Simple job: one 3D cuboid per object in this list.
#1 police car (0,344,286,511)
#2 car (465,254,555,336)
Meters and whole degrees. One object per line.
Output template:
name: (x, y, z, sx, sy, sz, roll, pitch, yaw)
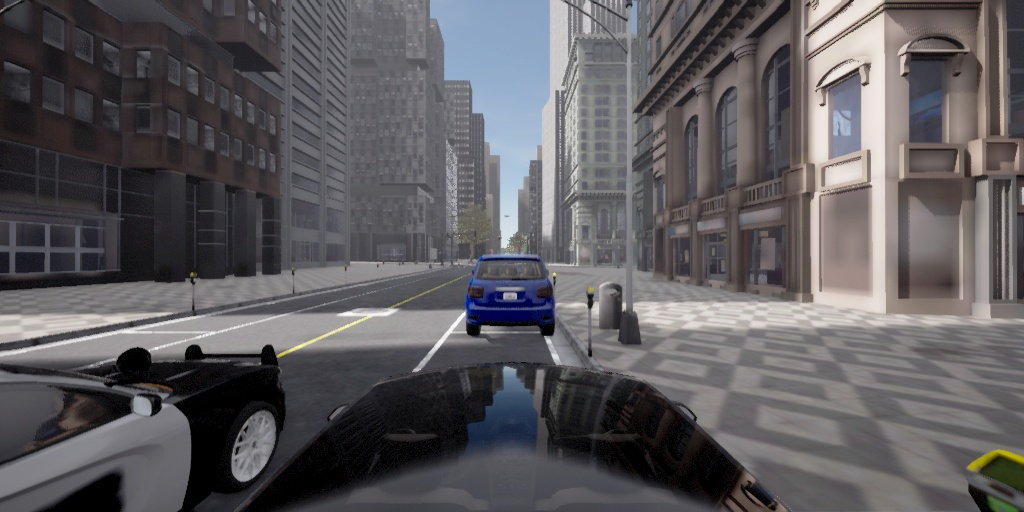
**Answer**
police car: (-3.145, 1.169, 1.610, 1.930, 1.638, 5.238, 0, 0, 0)
car: (-0.039, 0.969, 10.531, 2.150, 2.045, 5.566, 0, 0, 0)
